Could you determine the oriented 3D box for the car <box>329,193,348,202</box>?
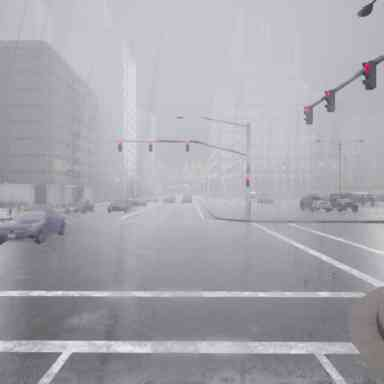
[{"bbox_3d":[30.086,1.153,68.360,1.932,1.855,4.605,0,0,0],"label":"car"}]

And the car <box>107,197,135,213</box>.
[{"bbox_3d":[-7.963,1.564,36.774,1.994,1.385,4.181,0,0,0],"label":"car"}]

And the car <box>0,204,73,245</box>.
[{"bbox_3d":[-7.421,1.525,15.806,1.812,1.442,4.674,0,0,-3],"label":"car"}]

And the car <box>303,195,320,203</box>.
[{"bbox_3d":[24.508,1.395,68.301,1.970,1.475,3.806,0,0,0],"label":"car"}]

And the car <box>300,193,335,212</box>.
[{"bbox_3d":[13.191,1.153,35.769,1.932,1.855,4.605,0,0,0],"label":"car"}]

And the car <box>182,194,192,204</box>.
[{"bbox_3d":[-1.011,1.601,65.703,1.895,1.301,4.718,0,0,0],"label":"car"}]

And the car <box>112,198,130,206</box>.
[{"bbox_3d":[-11.544,1.600,54.334,1.895,1.301,4.718,0,0,0],"label":"car"}]

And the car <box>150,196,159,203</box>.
[{"bbox_3d":[-8.027,1.514,68.881,2.128,1.511,4.902,0,0,0],"label":"car"}]

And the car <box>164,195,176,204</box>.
[{"bbox_3d":[-4.511,1.564,65.605,1.994,1.385,4.181,0,0,0],"label":"car"}]

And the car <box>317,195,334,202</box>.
[{"bbox_3d":[27.403,1.364,68.305,1.784,1.438,3.905,0,0,0],"label":"car"}]

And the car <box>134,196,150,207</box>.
[{"bbox_3d":[-8.026,1.352,50.214,2.097,1.767,4.553,0,0,0],"label":"car"}]

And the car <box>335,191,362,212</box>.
[{"bbox_3d":[16.085,1.156,35.719,1.905,1.878,3.866,0,0,0],"label":"car"}]

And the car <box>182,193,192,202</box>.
[{"bbox_3d":[-1.056,1.181,74.431,2.097,1.767,4.553,0,0,0],"label":"car"}]

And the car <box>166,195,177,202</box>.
[{"bbox_3d":[-4.556,1.351,74.443,2.128,1.511,4.902,0,0,0],"label":"car"}]

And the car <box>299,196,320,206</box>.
[{"bbox_3d":[18.763,1.395,53.190,1.970,1.475,3.806,0,0,0],"label":"car"}]

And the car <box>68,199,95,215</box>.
[{"bbox_3d":[-11.450,1.489,34.200,2.128,1.511,4.902,0,0,0],"label":"car"}]
